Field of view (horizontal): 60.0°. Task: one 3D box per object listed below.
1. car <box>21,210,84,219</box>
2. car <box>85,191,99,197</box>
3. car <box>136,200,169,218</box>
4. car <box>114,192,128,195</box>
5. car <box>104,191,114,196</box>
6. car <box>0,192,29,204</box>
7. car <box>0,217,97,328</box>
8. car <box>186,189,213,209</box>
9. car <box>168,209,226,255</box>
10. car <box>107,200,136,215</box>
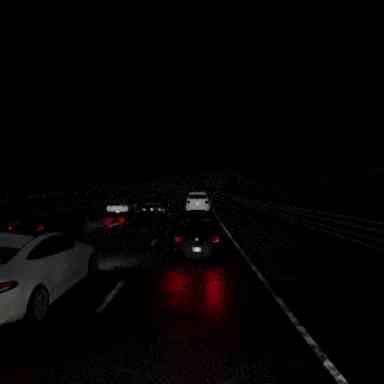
[{"bbox_3d":[-6.770,1.522,15.962,1.895,1.301,4.718,0,0,1],"label":"car"},{"bbox_3d":[-22.137,0.610,74.084,1.837,1.490,4.892,0,1,3],"label":"car"},{"bbox_3d":[-3.030,1.386,28.233,2.033,1.411,5.357,0,0,1],"label":"car"},{"bbox_3d":[-15.152,0.687,73.626,1.994,1.385,4.181,0,1,3],"label":"car"},{"bbox_3d":[-18.529,0.541,75.658,1.812,1.442,4.674,0,1,4],"label":"car"},{"bbox_3d":[-17.146,1.146,31.140,2.097,1.767,4.553,0,1,2],"label":"car"},{"bbox_3d":[-3.383,1.491,6.774,1.812,1.442,4.674,0,0,1],"label":"car"},{"bbox_3d":[0.565,1.033,31.607,2.150,2.045,5.566,0,1,2],"label":"car"},{"bbox_3d":[0.181,1.542,12.887,1.895,1.301,4.718,0,0,0],"label":"car"},{"bbox_3d":[-6.448,1.407,31.298,1.895,1.301,4.718,0,1,2],"label":"car"}]
